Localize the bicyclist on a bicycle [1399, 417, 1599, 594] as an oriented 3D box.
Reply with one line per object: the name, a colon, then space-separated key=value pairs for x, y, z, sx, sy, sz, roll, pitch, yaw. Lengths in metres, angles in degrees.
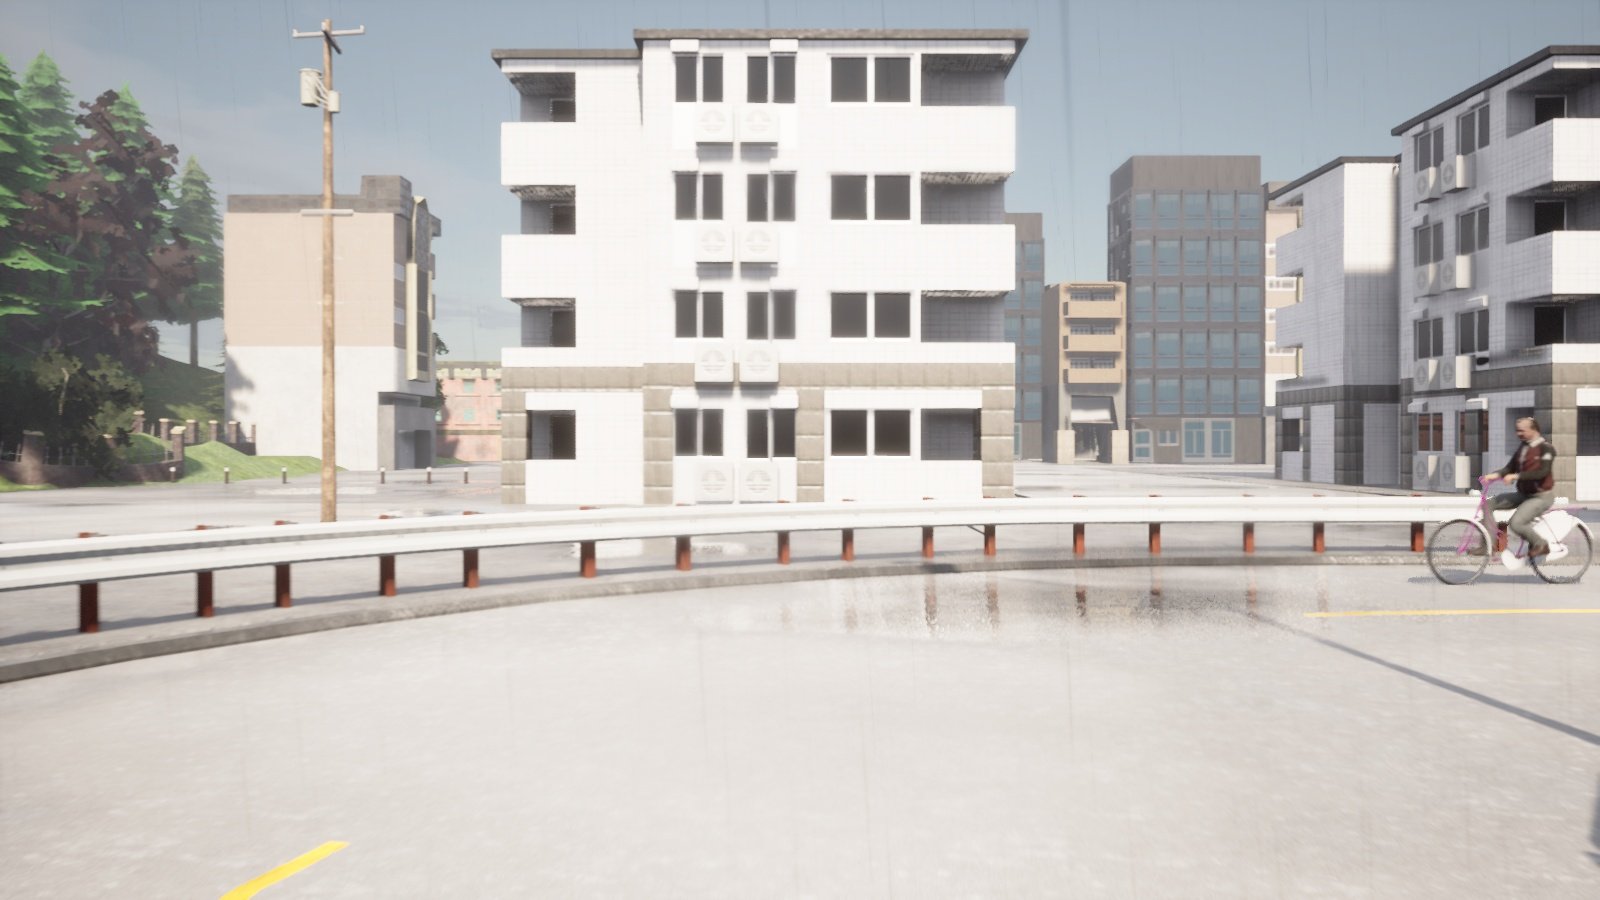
bicyclist on a bicycle: x=7.288 y=0.556 z=13.013 sx=1.843 sy=1.776 sz=0.659 roll=0 pitch=1 yaw=-6
